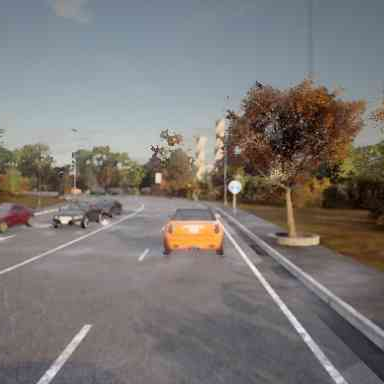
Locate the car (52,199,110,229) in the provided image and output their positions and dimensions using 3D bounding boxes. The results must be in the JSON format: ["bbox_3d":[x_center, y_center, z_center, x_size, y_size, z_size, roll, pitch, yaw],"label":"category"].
[{"bbox_3d":[-6.890,1.337,20.504,2.128,1.511,4.902,0,1,0],"label":"car"}]

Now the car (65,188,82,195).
[{"bbox_3d":[-29.394,-0.311,82.180,4.553,1.767,2.097,2,1,33],"label":"car"}]

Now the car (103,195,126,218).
[{"bbox_3d":[-6.922,1.288,27.063,2.033,1.411,5.357,0,1,0],"label":"car"}]

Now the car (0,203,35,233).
[{"bbox_3d":[-10.491,1.382,18.568,1.812,1.442,4.674,0,1,1],"label":"car"}]

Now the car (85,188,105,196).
[{"bbox_3d":[-21.547,-0.047,75.658,4.553,1.767,2.097,2,1,43],"label":"car"}]

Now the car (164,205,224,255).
[{"bbox_3d":[0.072,1.301,13.341,2.097,1.767,4.553,0,1,0],"label":"car"}]

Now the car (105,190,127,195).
[{"bbox_3d":[-16.915,0.199,75.929,4.902,1.511,2.128,2,1,43],"label":"car"}]

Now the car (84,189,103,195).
[{"bbox_3d":[-24.581,-0.039,83.034,4.718,1.301,1.895,2,1,33],"label":"car"}]
